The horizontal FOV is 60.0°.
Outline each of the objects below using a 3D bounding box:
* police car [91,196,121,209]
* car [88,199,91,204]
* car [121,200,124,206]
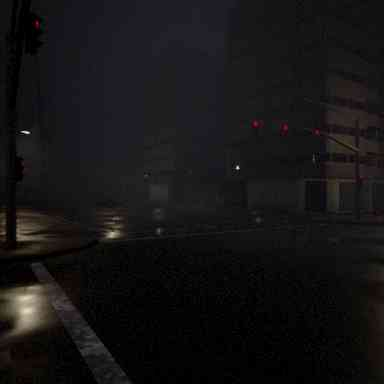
[{"bbox_3d":[-12.104,1.429,46.579,1.930,1.638,5.238,0,0,-32],"label":"police car"},{"bbox_3d":[-18.089,1.553,62.903,2.033,1.411,5.357,0,0,-32],"label":"car"},{"bbox_3d":[-12.815,1.606,54.477,1.895,1.301,4.718,0,0,-31],"label":"car"}]
